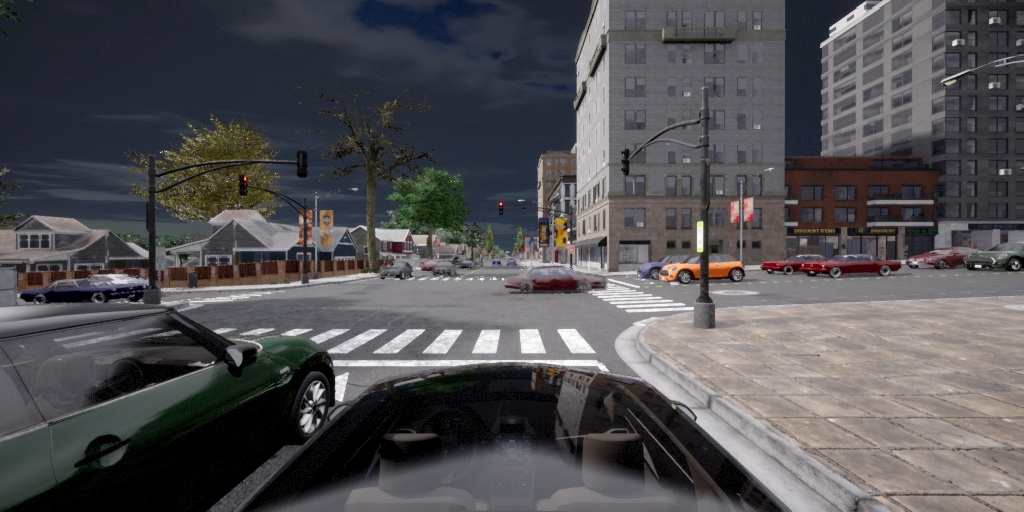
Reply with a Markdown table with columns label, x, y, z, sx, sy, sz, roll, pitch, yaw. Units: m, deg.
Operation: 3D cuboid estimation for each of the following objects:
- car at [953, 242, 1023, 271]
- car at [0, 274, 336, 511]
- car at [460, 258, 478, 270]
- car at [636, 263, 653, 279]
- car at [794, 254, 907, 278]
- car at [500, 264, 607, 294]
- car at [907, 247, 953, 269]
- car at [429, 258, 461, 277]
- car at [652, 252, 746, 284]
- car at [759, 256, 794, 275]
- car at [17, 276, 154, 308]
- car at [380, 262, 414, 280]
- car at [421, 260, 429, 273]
| label | x | y | z | sx | sy | sz | roll | pitch | yaw |
| --- | --- | --- | --- | --- | --- | --- | --- | --- | --- |
| car | 30.494 | -0.046 | 21.745 | 4.553 | 1.767 | 2.097 | -2 | 0 | 0 |
| car | -3.151 | 1.102 | 2.446 | 2.097 | 1.767 | 4.553 | 0 | 0 | 0 |
| car | -6.659 | 1.344 | 53.243 | 2.033 | 1.411 | 5.357 | 0 | 0 | 0 |
| car | 11.102 | 0.679 | 24.998 | 4.553 | 1.767 | 2.097 | -2 | 0 | 2 |
| car | 20.339 | 0.584 | 21.712 | 4.718 | 1.301 | 1.895 | -2 | 0 | 0 |
| car | 2.268 | 1.238 | 19.159 | 5.357 | 1.411 | 2.033 | -2 | 0 | 16 |
| car | 30.410 | 0.121 | 24.992 | 4.674 | 1.442 | 1.812 | -2 | 0 | 0 |
| car | -6.639 | 1.271 | 35.888 | 1.837 | 1.490 | 4.892 | 0 | 0 | 0 |
| car | 11.355 | 0.680 | 21.678 | 4.553 | 1.767 | 2.097 | -2 | 0 | 0 |
| car | 20.099 | 0.583 | 24.961 | 4.718 | 1.301 | 1.895 | -2 | 0 | 0 |
| car | -21.634 | 1.807 | 18.325 | 4.718 | 1.301 | 1.895 | -2 | 0 | 0 |
| car | -9.887 | 1.269 | 31.175 | 1.837 | 1.490 | 4.892 | 0 | 0 | 0 |
| car | -9.899 | 1.256 | 44.581 | 1.882 | 1.535 | 5.008 | 0 | 0 | 0 |
